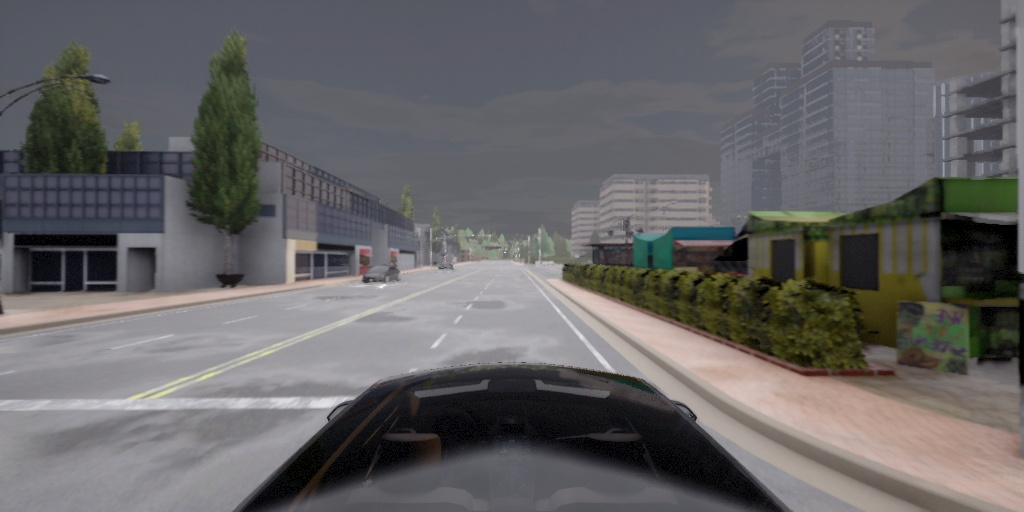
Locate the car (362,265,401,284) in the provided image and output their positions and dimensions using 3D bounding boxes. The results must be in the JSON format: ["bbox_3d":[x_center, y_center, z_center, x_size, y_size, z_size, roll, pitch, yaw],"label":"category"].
[{"bbox_3d":[-10.493,1.488,29.118,1.837,1.490,4.892,0,1,0],"label":"car"}]

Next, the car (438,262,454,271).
[{"bbox_3d":[-10.478,1.606,57.287,1.994,1.385,4.181,0,0,0],"label":"car"}]
